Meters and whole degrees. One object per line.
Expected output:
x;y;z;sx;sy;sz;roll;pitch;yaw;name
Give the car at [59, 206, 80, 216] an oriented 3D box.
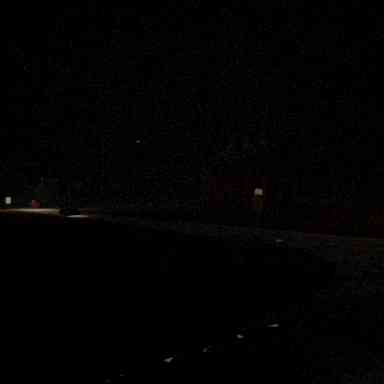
-18.504;2.781;50.040;2.033;1.411;5.357;1;-2;-36;car
